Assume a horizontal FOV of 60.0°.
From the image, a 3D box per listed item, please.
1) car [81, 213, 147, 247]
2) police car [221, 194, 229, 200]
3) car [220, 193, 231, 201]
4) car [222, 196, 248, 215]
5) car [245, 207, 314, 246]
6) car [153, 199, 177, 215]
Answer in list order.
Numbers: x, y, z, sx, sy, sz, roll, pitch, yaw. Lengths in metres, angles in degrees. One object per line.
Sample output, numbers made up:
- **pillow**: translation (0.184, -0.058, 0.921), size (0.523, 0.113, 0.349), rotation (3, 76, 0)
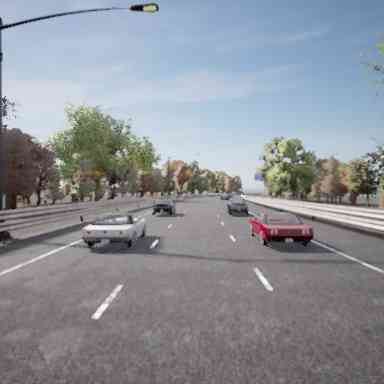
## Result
- **car**: translation (-3.227, 1.564, 14.792), size (1.895, 1.301, 4.718), rotation (0, 0, 1)
- **police car**: translation (9.444, 1.293, 94.518), size (1.930, 1.638, 5.238), rotation (0, 0, 7)
- **car**: translation (8.168, 1.375, 83.635), size (2.163, 1.488, 4.792), rotation (0, 0, 6)
- **car**: translation (4.355, 1.415, 32.437), size (2.128, 1.511, 4.902), rotation (0, 0, 2)
- **car**: translation (3.785, 1.565, 14.986), size (1.895, 1.301, 4.718), rotation (0, 0, 1)
- **car**: translation (-2.650, 1.426, 32.469), size (1.837, 1.490, 4.892), rotation (0, 0, 2)
